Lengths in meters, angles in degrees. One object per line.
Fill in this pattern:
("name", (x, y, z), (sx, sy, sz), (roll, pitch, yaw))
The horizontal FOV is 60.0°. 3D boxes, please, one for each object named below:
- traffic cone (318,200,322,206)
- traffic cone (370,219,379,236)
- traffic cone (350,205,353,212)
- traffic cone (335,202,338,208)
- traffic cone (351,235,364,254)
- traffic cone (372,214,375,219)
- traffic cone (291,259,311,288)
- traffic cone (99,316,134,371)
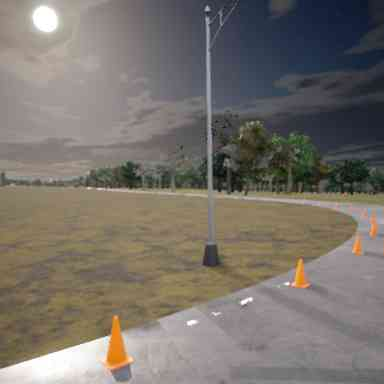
("traffic cone", (14.480, 1.242, 37.524), (0.340, 0.580, 0.340), (0, 1, 0))
("traffic cone", (8.232, 1.651, 15.039), (0.340, 0.580, 0.340), (0, 1, 31))
("traffic cone", (13.484, 1.403, 28.141), (0.340, 0.580, 0.340), (0, 1, 12))
("traffic cone", (14.240, 1.322, 32.805), (0.340, 0.580, 0.340), (0, 1, 6))
("traffic cone", (5.558, 1.738, 11.143), (0.340, 0.580, 0.340), (0, 1, 38))
("traffic cone", (10.461, 1.567, 19.204), (0.340, 0.580, 0.340), (0, 1, 25))
("traffic cone", (2.473, 1.827, 7.565), (0.340, 0.580, 0.340), (0, 1, 44))
("traffic cone", (-0.988, 1.922, 4.347), (0.340, 0.580, 0.340), (-2, 1, -40))
